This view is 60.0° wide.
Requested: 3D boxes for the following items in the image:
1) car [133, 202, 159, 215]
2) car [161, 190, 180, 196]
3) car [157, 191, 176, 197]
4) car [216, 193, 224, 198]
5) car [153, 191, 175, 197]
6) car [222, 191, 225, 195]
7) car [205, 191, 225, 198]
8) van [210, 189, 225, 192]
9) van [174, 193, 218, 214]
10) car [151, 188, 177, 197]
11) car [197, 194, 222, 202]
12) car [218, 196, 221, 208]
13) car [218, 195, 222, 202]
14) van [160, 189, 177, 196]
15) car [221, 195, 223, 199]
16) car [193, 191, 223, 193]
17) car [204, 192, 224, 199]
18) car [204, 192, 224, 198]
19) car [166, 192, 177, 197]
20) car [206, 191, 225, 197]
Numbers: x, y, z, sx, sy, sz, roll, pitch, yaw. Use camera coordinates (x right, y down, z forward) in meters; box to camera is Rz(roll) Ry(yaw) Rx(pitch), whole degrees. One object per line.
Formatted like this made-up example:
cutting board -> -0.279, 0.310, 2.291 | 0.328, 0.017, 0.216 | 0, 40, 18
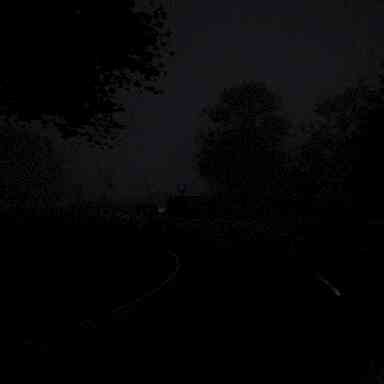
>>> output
car -> -4.987, 1.801, 36.839 | 1.895, 1.301, 4.718 | 1, 1, 6
car -> -6.211, 0.322, 95.287 | 5.008, 1.535, 2.097 | 1, 1, 6
car -> -6.836, 0.485, 89.718 | 4.674, 1.452, 2.002 | 1, 1, 6
car -> 2.182, 1.384, 53.209 | 5.008, 1.535, 2.097 | 1, 1, 6
car -> -7.339, 0.500, 86.953 | 5.366, 1.575, 1.946 | 1, 1, 6
car -> 3.111, 1.200, 61.482 | 5.008, 1.535, 2.097 | 1, 1, 6
car -> 5.941, 0.656, 86.295 | 5.008, 1.535, 2.097 | 1, 1, 6
van -> 3.861, 0.854, 66.978 | 4.442, 1.987, 1.878 | 1, 1, 6
van -> 0.496, 1.468, 39.435 | 4.442, 1.987, 1.878 | 1, 1, 6
car -> -7.497, 0.315, 84.145 | 5.566, 2.045, 2.435 | 1, 1, 6
car -> 3.426, 1.179, 64.241 | 4.674, 1.452, 2.002 | 1, 1, 6
car -> 0.952, 1.662, 42.179 | 4.792, 1.488, 2.163 | 1, 1, 6
car -> 1.052, 1.565, 44.962 | 5.366, 1.575, 1.946 | 1, 1, 6
van -> -6.404, 0.159, 92.483 | 4.442, 1.987, 1.878 | 1, 1, 6
car -> 1.579, 1.538, 47.694 | 4.792, 1.488, 2.163 | 1, 1, 6
car -> 2.522, 1.197, 55.961 | 4.553, 1.767, 2.185 | 1, 1, 6
car -> 5.338, 0.807, 80.779 | 4.792, 1.488, 2.163 | 1, 1, 6
car -> 5.629, 0.718, 83.538 | 4.892, 1.521, 2.231 | 1, 1, 6
car -> -2.602, 1.307, 55.450 | 1.837, 1.490, 4.892 | 1, 1, 7
car -> 6.254, 0.596, 89.053 | 5.008, 1.535, 2.097 | 1, 1, 6
